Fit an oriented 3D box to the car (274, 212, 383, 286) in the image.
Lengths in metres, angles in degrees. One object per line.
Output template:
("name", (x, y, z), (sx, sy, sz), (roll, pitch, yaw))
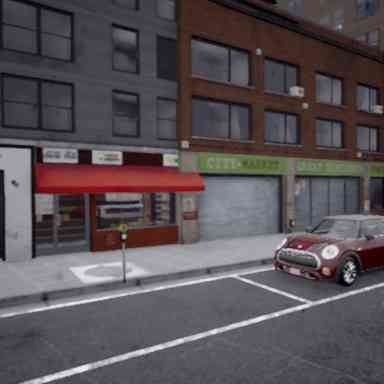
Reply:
("car", (4.151, 1.366, 9.020), (4.097, 1.590, 1.967), (0, 0, -32))
